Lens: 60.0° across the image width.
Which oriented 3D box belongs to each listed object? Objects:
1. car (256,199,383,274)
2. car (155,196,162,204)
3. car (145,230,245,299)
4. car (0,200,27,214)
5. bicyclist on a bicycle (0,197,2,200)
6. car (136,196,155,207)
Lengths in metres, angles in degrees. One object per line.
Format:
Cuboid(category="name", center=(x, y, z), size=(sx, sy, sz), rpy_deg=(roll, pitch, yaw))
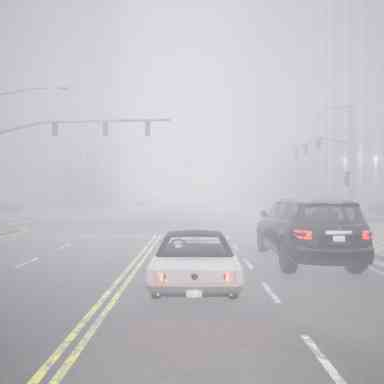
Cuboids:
Cuboid(category="car", center=(3.583, 1.222, 10.746), size=(2.150, 2.045, 5.566), rpy_deg=(0, 0, 0))
Cuboid(category="car", center=(-6.985, 1.491, 64.773), size=(2.128, 1.511, 4.902), rpy_deg=(0, 0, 1))
Cuboid(category="car", center=(0.067, 1.601, 8.391), size=(1.895, 1.301, 4.718), rpy_deg=(0, 0, 1))
Cuboid(category="car", center=(-20.241, 1.546, 34.687), size=(5.357, 1.411, 2.033), rpy_deg=(0, 0, -1))
Cuboid(category="bicyclist on a bicycle", center=(-26.380, 1.300, 45.411), size=(0.582, 1.620, 1.656), rpy_deg=(0, 0, -1))
Cuboid(category="car", center=(-7.048, 1.562, 49.097), size=(1.994, 1.385, 4.181), rpy_deg=(0, 0, 0))
